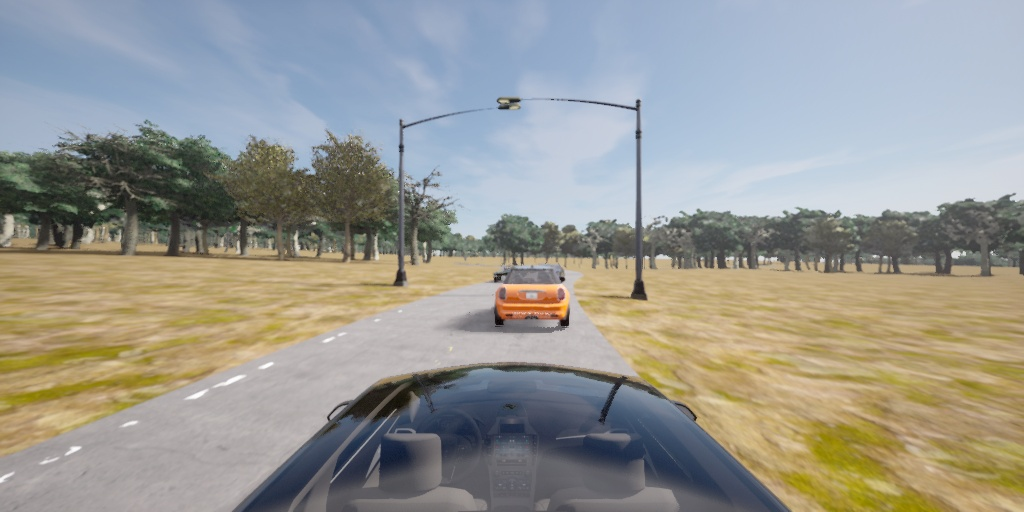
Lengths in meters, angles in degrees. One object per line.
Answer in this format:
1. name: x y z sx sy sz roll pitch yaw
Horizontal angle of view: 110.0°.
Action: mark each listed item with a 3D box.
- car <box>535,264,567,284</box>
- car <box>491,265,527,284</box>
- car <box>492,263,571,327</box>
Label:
1. car: 3.303 1.385 29.506 2.033 1.411 5.357 0 -1 12
2. car: -0.156 1.425 28.563 1.895 1.301 4.718 0 -1 12
3. car: 0.687 1.072 11.631 2.097 1.767 4.553 0 0 4
